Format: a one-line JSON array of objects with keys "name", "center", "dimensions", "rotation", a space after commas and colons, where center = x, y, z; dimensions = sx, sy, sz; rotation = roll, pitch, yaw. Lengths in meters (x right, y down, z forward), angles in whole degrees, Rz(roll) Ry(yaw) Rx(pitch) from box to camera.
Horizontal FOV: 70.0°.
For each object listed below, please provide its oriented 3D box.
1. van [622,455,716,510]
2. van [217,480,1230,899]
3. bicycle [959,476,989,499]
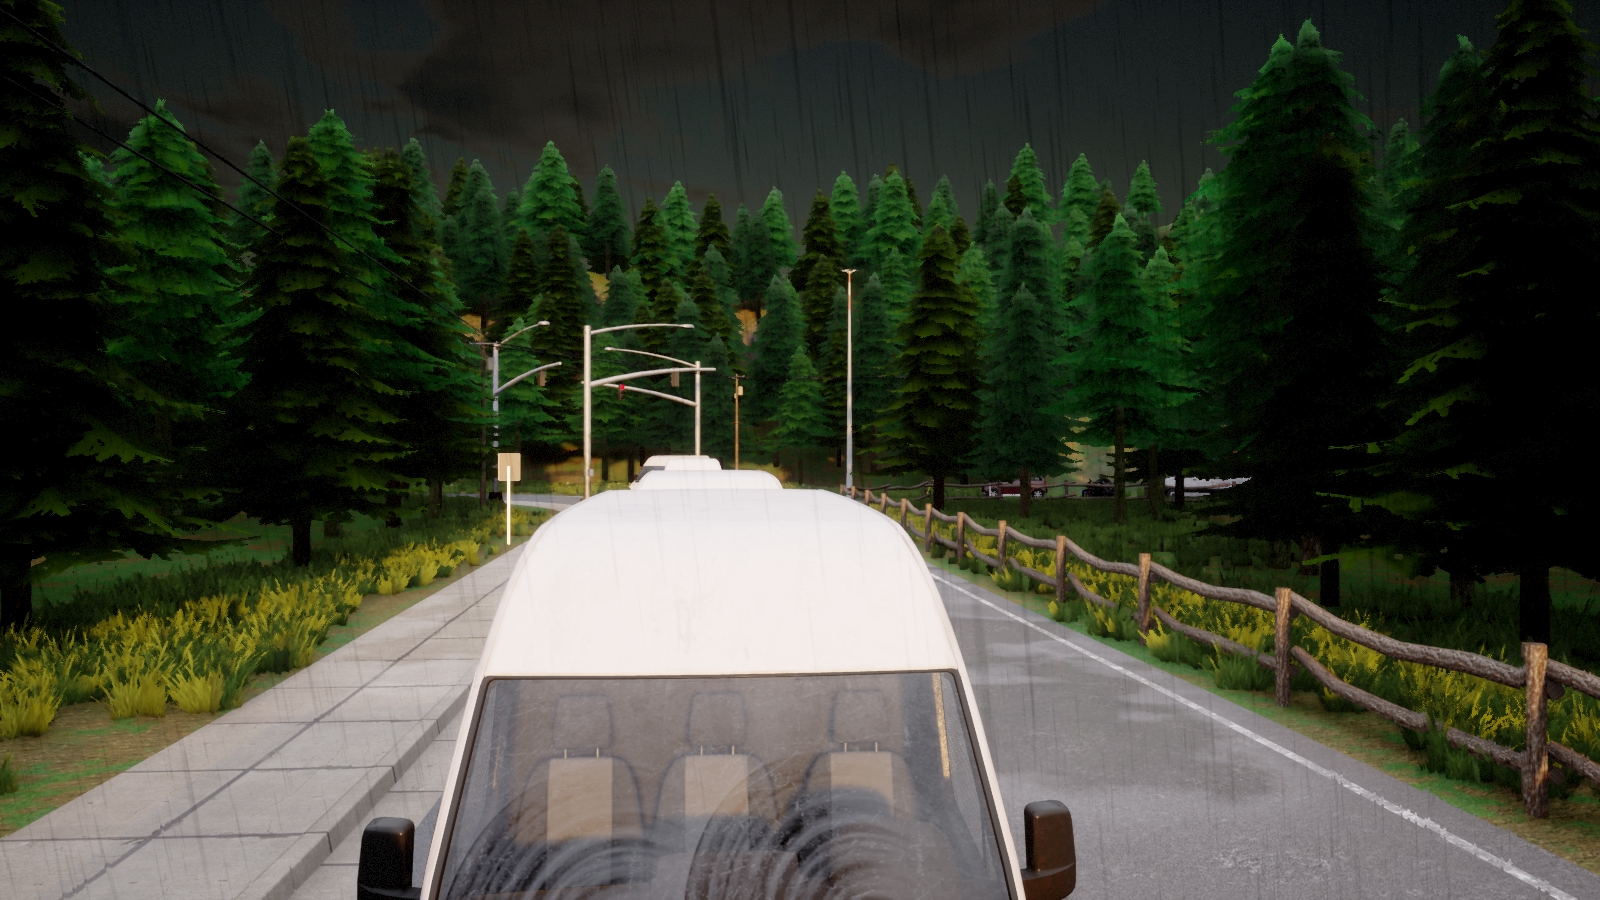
[{"name": "van", "center": [-6.327, 1.515, 56.001], "dimensions": [1.988, 2.561, 5.915], "rotation": [0, 0, 22]}, {"name": "van", "center": [-0.355, 1.499, 5.197], "dimensions": [1.988, 2.561, 5.915], "rotation": [0, 0, -5]}, {"name": "bicycle", "center": [9.931, 2.158, 65.239], "dimensions": [1.487, 1.276, 0.859], "rotation": [0, 0, -6]}]
